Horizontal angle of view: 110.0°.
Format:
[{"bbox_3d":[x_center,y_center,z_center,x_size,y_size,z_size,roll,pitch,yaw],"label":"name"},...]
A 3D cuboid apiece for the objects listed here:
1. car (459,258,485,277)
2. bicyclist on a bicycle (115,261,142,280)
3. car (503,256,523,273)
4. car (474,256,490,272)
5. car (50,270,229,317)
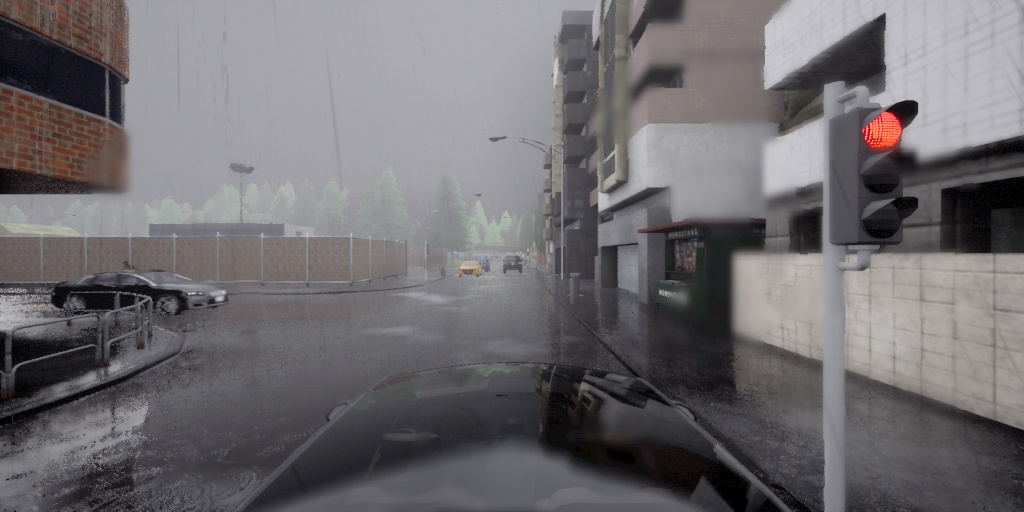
[{"bbox_3d":[-4.105,1.228,35.815,1.882,1.535,5.008,0,0,0],"label":"car"},{"bbox_3d":[-22.177,1.099,20.723,0.582,1.620,1.656,0,0,0],"label":"bicyclist on a bicycle"},{"bbox_3d":[0.095,0.971,42.692,2.150,2.045,5.566,0,0,0],"label":"car"},{"bbox_3d":[-4.072,0.971,46.517,2.150,2.045,5.566,0,0,0],"label":"car"},{"bbox_3d":[-12.726,1.241,12.479,4.902,1.511,2.128,0,0,-3],"label":"car"}]
